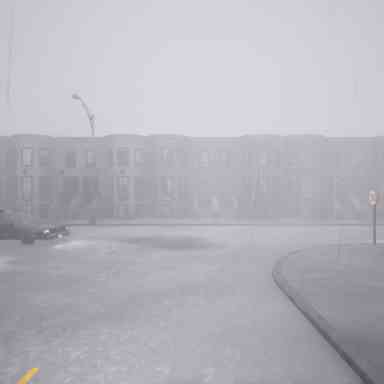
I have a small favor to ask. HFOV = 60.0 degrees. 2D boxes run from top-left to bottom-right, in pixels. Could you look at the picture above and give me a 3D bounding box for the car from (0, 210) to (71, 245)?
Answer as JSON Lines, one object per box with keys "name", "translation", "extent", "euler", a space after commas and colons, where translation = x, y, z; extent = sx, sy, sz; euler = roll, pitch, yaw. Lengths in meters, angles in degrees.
{"name": "car", "translation": [-8.333, 1.547, 15.207], "extent": [5.357, 1.411, 2.033], "euler": [0, 0, 14]}
